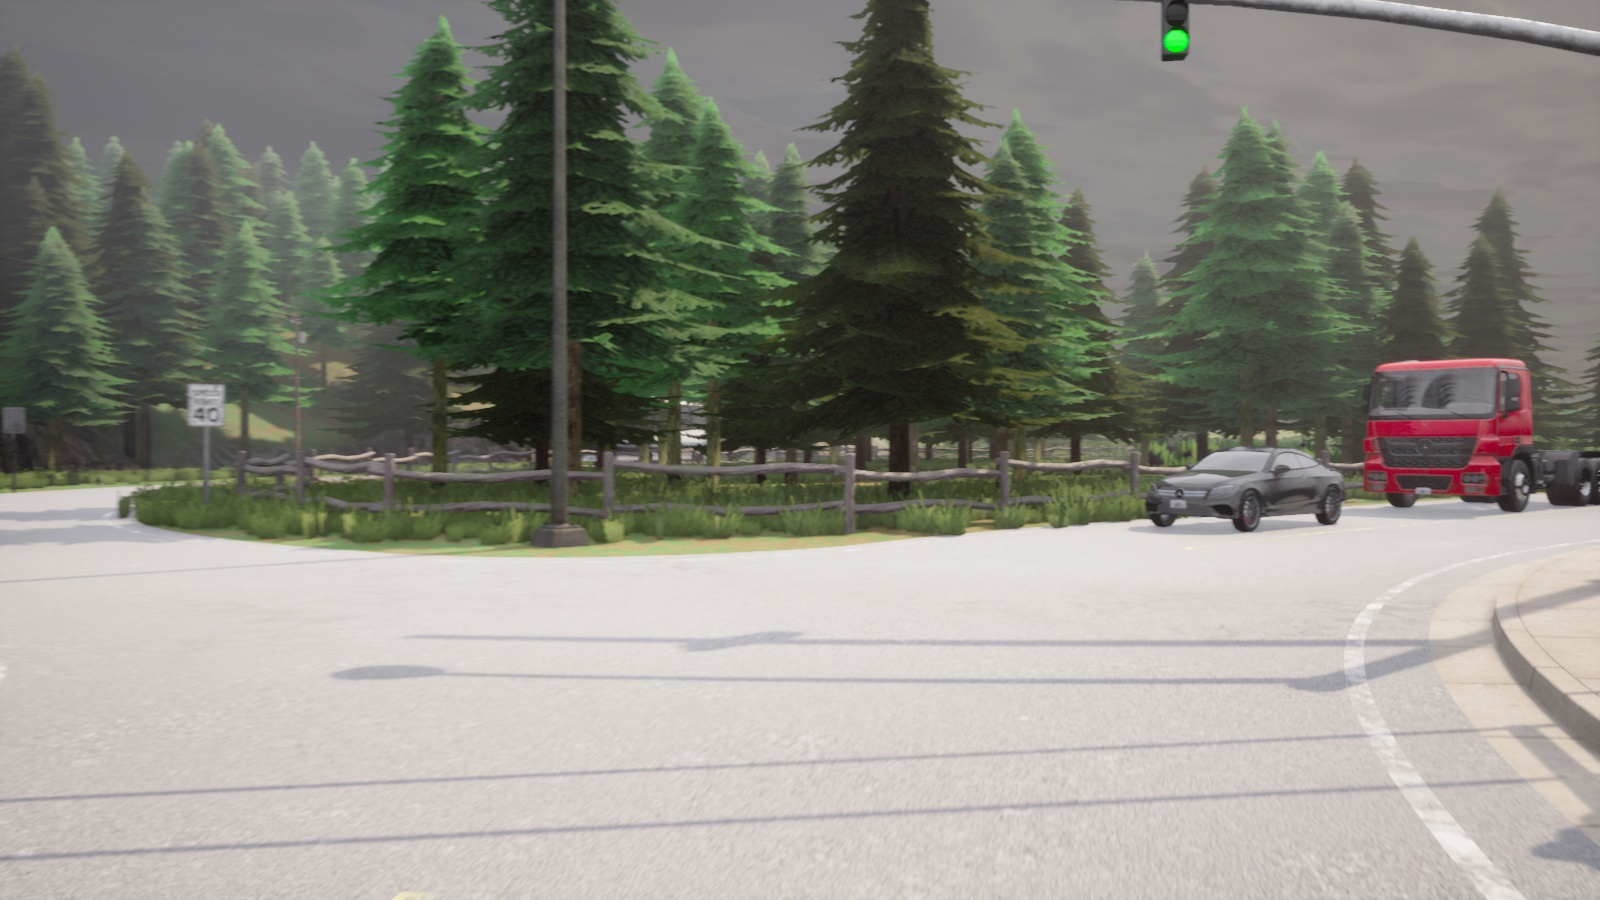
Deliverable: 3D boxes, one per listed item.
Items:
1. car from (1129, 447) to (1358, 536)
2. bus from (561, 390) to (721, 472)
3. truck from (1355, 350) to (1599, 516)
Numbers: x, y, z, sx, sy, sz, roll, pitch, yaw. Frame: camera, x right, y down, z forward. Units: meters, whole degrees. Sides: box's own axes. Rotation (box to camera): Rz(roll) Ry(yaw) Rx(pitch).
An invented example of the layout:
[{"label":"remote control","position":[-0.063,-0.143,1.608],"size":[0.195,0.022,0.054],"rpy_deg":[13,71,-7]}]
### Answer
[{"label":"car","position":[8.078,0.663,22.660],"size":[4.674,1.442,1.812],"rpy_deg":[0,0,-41]},{"label":"bus","position":[-8.752,-1.028,70.951],"size":[3.944,4.253,10.273],"rpy_deg":[0,0,26]},{"label":"truck","position":[16.483,-0.364,29.776],"size":[7.936,3.462,2.891],"rpy_deg":[0,0,-40]}]
